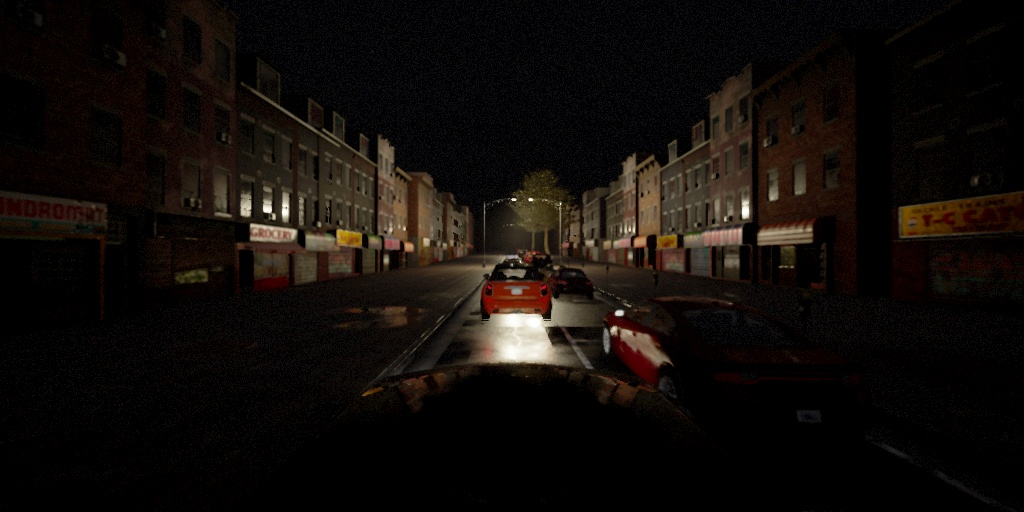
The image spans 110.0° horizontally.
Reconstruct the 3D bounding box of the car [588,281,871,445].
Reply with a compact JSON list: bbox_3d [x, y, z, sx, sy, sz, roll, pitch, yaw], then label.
[{"bbox_3d":[2.631,1.267,5.424,1.888,1.381,4.507,0,0,0],"label":"car"}]

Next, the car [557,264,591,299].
[{"bbox_3d":[2.605,1.188,16.547,1.802,1.307,4.207,0,0,0],"label":"car"}]

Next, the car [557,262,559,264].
[{"bbox_3d":[2.593,1.055,22.278,1.751,1.417,4.829,0,0,0],"label":"car"}]

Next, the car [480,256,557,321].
[{"bbox_3d":[0.085,1.007,12.237,2.097,1.767,4.553,0,1,-1],"label":"car"}]

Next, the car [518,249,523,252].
[{"bbox_3d":[2.504,0.013,61.020,2.192,1.841,5.009,0,0,0],"label":"car"}]

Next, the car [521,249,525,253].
[{"bbox_3d":[2.542,0.421,44.350,2.192,1.841,5.009,0,0,0],"label":"car"}]

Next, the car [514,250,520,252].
[{"bbox_3d":[-0.034,0.225,60.191,1.837,1.490,4.892,0,1,0],"label":"car"}]

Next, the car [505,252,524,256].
[{"bbox_3d":[0.006,0.643,42.310,2.128,1.511,4.902,0,1,0],"label":"car"}]

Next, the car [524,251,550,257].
[{"bbox_3d":[2.568,0.657,33.230,2.192,1.841,5.009,0,0,0],"label":"car"}]
